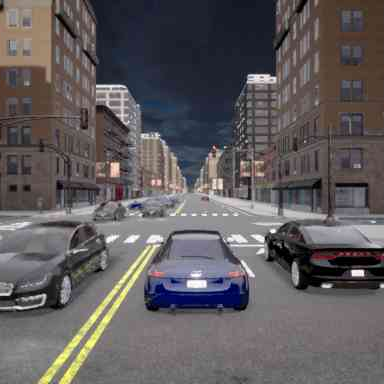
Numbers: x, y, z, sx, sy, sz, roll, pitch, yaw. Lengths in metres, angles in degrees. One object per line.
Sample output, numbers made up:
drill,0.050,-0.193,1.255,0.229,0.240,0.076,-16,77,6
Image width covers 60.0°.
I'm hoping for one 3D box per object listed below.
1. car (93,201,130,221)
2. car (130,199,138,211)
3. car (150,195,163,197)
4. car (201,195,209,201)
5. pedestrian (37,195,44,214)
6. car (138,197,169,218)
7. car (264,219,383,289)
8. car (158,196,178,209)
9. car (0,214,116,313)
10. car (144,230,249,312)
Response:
car,-6.623,1.523,27.056,1.837,1.490,4.892,0,-1,0
car,-6.636,1.599,41.812,1.895,1.301,4.718,0,0,0
car,-6.638,1.485,56.446,2.128,1.511,4.902,0,0,0
car,3.180,1.464,80.583,1.882,1.535,5.008,0,0,0
pedestrian,-14.169,1.170,31.092,0.375,1.860,0.375,0,0,0
car,-3.381,1.513,30.096,1.837,1.490,4.892,0,0,0
car,3.330,1.478,9.159,1.882,1.535,5.008,0,0,0
car,-3.388,1.562,44.582,1.994,1.385,4.181,0,0,0
car,-3.356,1.505,7.916,1.837,1.490,4.892,0,0,0
car,0.081,1.564,7.781,1.994,1.385,4.181,0,0,0
